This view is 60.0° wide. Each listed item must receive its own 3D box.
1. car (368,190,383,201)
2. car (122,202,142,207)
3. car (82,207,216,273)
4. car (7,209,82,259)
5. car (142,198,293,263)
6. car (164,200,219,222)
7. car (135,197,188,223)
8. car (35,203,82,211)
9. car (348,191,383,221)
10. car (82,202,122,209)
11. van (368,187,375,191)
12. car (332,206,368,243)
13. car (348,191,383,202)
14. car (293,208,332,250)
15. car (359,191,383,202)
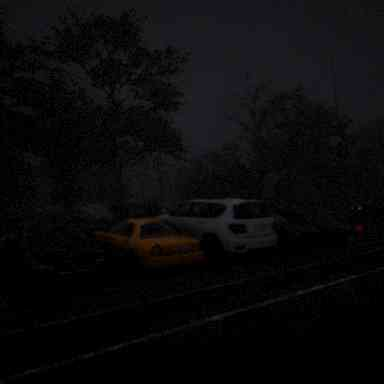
[{"bbox_3d":[28.639,0.523,48.476,2.163,1.488,4.792,-1,1,-35],"label":"car"},{"bbox_3d":[-4.606,1.517,24.694,2.163,1.488,4.792,0,0,-35],"label":"car"},{"bbox_3d":[-1.747,1.509,10.974,1.946,1.575,5.366,0,0,-35],"label":"car"},{"bbox_3d":[-5.086,1.598,13.826,4.181,1.385,1.994,0,0,-35],"label":"car"},{"bbox_3d":[0.613,1.252,12.443,2.435,2.045,5.566,0,0,-35],"label":"car"},{"bbox_3d":[-0.190,1.469,27.831,2.097,1.535,5.008,0,0,-35],"label":"car"},{"bbox_3d":[-2.478,1.353,26.266,2.185,1.767,4.553,0,0,-35],"label":"car"},{"bbox_3d":[-9.047,1.503,21.377,1.946,1.575,5.366,0,0,-35],"label":"car"},{"bbox_3d":[13.758,1.059,24.242,4.553,1.767,2.097,-4,3,-4],"label":"car"},{"bbox_3d":[-6.886,1.537,23.121,2.002,1.452,4.674,0,0,-35],"label":"car"},{"bbox_3d":[21.877,0.368,43.536,1.878,1.987,4.442,-1,1,-35],"label":"van"},{"bbox_3d":[5.187,1.514,15.592,2.163,1.488,4.792,0,0,-35],"label":"car"},{"bbox_3d":[23.992,0.603,45.180,2.002,1.452,4.674,-1,0,-35],"label":"car"},{"bbox_3d":[2.897,1.493,14.022,2.097,1.535,5.008,0,0,-35],"label":"car"},{"bbox_3d":[26.271,0.572,46.781,2.002,1.452,4.674,-1,0,-35],"label":"car"}]
